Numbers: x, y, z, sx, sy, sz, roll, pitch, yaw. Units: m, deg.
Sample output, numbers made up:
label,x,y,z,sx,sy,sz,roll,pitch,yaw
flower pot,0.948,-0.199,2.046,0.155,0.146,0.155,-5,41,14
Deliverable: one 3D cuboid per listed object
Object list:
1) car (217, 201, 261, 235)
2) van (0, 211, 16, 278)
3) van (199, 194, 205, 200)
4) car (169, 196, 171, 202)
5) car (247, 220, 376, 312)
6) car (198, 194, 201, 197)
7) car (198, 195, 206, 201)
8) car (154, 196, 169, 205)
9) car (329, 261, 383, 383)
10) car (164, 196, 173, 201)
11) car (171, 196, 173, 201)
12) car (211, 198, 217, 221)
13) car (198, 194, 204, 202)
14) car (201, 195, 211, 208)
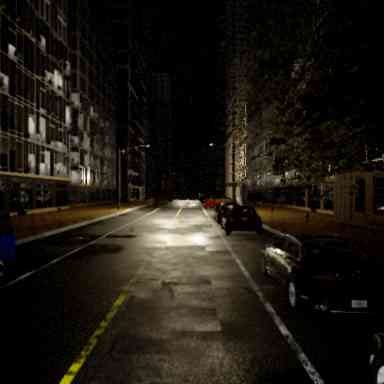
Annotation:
label,x,y,z,sx,sy,sz,roll,pitch,yaw
car,2.698,1.460,18.910,1.967,1.590,4.097,0,0,0
van,-5.686,1.352,7.532,1.690,1.788,3.998,0,0,0
van,2.724,1.354,92.911,1.690,1.788,3.998,0,0,0
car,-5.667,1.615,64.459,1.802,1.307,4.206,0,0,0
car,2.694,1.561,7.524,2.008,1.369,4.403,0,0,0
car,2.718,1.592,75.833,1.947,1.339,4.313,0,0,0
car,2.722,1.584,87.217,1.947,1.339,4.313,0,0,0
car,-5.669,1.580,58.766,1.887,1.381,4.507,0,0,0
car,2.692,1.554,1.832,2.008,1.369,4.403,0,0,0
car,-5.661,1.590,81.537,1.947,1.339,4.313,0,0,0
car,-5.663,1.572,75.844,1.887,1.381,4.507,0,0,0
car,2.700,1.465,24.602,1.967,1.590,4.097,0,0,0
car,2.714,1.598,64.449,1.947,1.339,4.313,0,0,0
car,2.708,1.580,47.372,1.887,1.381,4.507,0,0,0
